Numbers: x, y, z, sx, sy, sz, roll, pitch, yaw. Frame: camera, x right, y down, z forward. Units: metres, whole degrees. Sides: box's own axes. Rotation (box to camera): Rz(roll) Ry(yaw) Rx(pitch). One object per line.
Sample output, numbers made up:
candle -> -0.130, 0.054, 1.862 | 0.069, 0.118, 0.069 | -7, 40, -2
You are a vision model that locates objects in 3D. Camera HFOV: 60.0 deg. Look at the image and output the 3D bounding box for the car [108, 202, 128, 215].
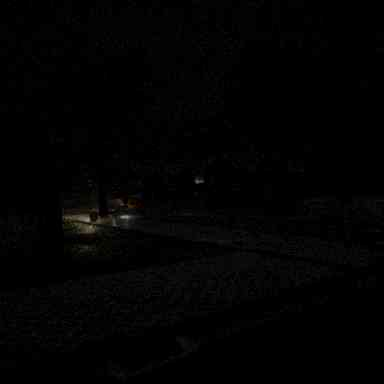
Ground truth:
car -> -9.026, 1.932, 38.009 | 1.812, 1.442, 4.674 | -2, 0, -35
